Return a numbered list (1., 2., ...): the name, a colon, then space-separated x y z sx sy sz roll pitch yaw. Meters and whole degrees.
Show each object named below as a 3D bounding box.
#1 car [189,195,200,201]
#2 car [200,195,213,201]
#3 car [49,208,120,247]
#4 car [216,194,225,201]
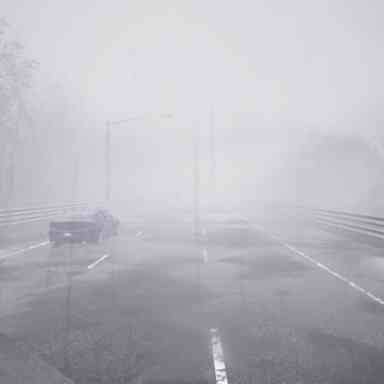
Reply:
1. car: 0.241 1.622 85.746 2.033 1.411 5.357 0 0 7
2. car: 3.771 1.677 85.813 1.895 1.301 4.718 0 0 7
3. car: -4.684 1.483 15.189 1.882 1.535 5.008 0 0 1
4. car: 7.333 1.437 86.171 2.097 1.767 4.553 0 0 7
